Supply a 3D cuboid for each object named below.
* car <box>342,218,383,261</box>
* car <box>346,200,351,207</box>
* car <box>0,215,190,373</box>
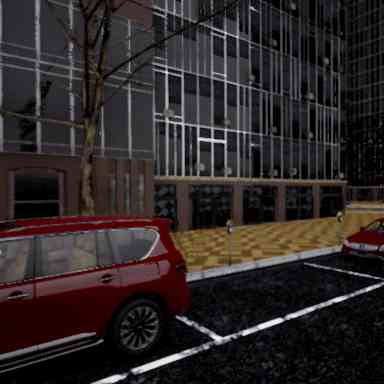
[{"bbox_3d":[6.660,1.521,10.959,4.206,1.307,1.802,0,0,-36],"label":"car"},{"bbox_3d":[21.738,1.656,50.420,2.008,1.369,4.403,-2,0,-37],"label":"car"},{"bbox_3d":[-2.341,1.312,4.432,5.009,1.841,2.192,0,0,-36],"label":"car"}]
